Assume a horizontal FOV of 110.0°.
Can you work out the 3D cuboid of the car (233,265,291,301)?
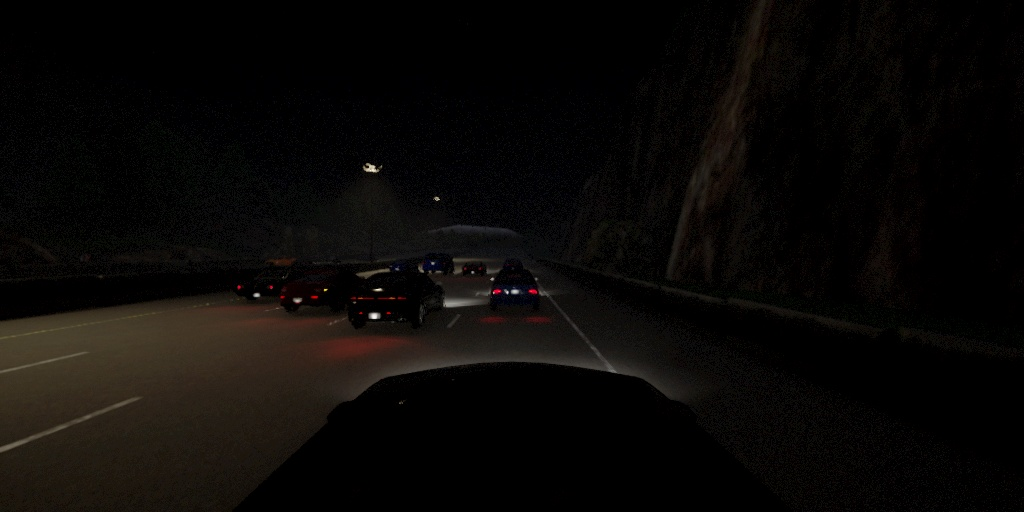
[{"bbox_3d":[-10.400,1.281,16.825,1.895,1.301,4.718,0,0,0],"label":"car"}]

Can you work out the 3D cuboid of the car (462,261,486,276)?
[{"bbox_3d":[-3.403,1.107,33.341,1.895,1.301,4.718,0,1,0],"label":"car"}]

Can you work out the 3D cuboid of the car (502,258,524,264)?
[{"bbox_3d":[0.097,0.963,34.760,1.882,1.535,5.008,0,1,0],"label":"car"}]

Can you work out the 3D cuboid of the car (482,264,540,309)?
[{"bbox_3d":[0.099,1.242,14.636,2.033,1.411,5.357,0,0,0],"label":"car"}]

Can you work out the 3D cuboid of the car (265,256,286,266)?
[{"bbox_3d":[-31.572,0.725,49.239,1.882,1.535,5.008,0,1,0],"label":"car"}]

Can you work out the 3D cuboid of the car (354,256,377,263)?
[{"bbox_3d":[-21.066,0.723,51.746,1.812,1.442,4.674,0,1,0],"label":"car"}]

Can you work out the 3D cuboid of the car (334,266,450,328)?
[{"bbox_3d":[-3.402,1.220,11.290,1.837,1.490,4.892,0,0,0],"label":"car"}]

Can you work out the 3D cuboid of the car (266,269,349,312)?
[{"bbox_3d":[-6.914,1.226,13.857,1.812,1.442,4.674,0,0,0],"label":"car"}]

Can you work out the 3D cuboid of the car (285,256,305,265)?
[{"bbox_3d":[-28.077,0.794,49.253,2.033,1.411,5.357,0,1,0],"label":"car"}]

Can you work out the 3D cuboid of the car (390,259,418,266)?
[{"bbox_3d":[-10.403,1.013,34.676,1.812,1.442,4.674,0,1,0],"label":"car"}]

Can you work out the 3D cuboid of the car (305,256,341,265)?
[{"bbox_3d":[-24.584,0.772,47.470,2.128,1.511,4.902,0,1,0],"label":"car"}]

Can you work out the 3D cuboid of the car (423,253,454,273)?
[{"bbox_3d":[-6.903,0.718,34.039,2.150,2.045,5.566,0,1,0],"label":"car"}]
